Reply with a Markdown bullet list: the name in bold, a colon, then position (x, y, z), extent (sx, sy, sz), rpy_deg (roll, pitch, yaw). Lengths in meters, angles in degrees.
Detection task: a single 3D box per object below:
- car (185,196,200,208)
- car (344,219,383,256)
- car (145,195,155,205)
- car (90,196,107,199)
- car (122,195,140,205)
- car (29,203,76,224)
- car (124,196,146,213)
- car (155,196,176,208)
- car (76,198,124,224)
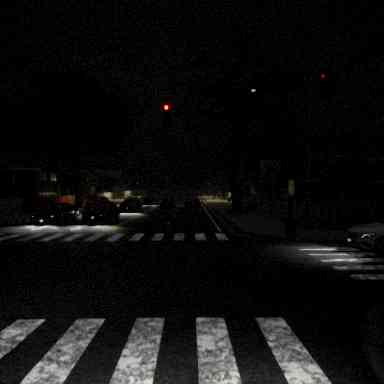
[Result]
- **car**: position (0.080, 1.275, 45.079), extent (1.882, 1.535, 5.008), rpy_deg (0, 1, 0)
- **car**: position (8.089, 1.462, 12.242), extent (4.674, 1.442, 1.812), rpy_deg (0, 0, -2)
- **car**: position (-6.587, 1.196, 51.774), extent (1.837, 1.490, 4.892), rpy_deg (0, 0, 0)
- **car**: position (-9.864, 1.267, 34.668), extent (2.097, 1.767, 4.553), rpy_deg (0, 0, 0)
- **car**: position (-9.824, 1.256, 53.804), extent (1.895, 1.301, 4.718), rpy_deg (0, 1, 0)
- **car**: position (-9.863, 1.502, 24.432), extent (2.033, 1.411, 5.357), rpy_deg (0, 0, 0)
- **car**: position (-6.605, 1.470, 35.825), extent (1.994, 1.385, 4.181), rpy_deg (0, 0, 1)
- **car**: position (-3.171, 1.308, 43.812), extent (2.128, 1.511, 4.902), rpy_deg (0, 1, 0)
- **car**: position (-6.611, 1.459, 24.512), extent (1.837, 1.490, 4.892), rpy_deg (0, 0, 0)
